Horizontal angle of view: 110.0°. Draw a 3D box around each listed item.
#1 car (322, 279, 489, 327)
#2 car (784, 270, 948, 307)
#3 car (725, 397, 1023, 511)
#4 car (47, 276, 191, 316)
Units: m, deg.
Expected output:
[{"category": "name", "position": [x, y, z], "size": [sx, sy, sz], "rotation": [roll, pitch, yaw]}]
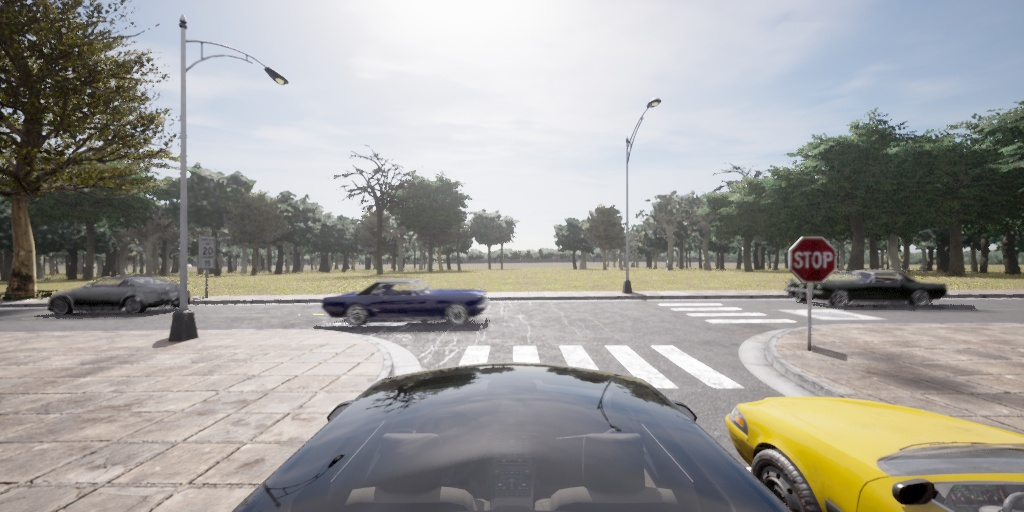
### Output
[{"category": "car", "position": [-3.069, 1.357, 11.061], "size": [4.718, 1.301, 1.895], "rotation": [-1, 0, 1]}, {"category": "car", "position": [13.446, 1.212, 13.880], "size": [4.718, 1.301, 1.895], "rotation": [0, 0, 0]}, {"category": "car", "position": [2.634, 1.276, 1.051], "size": [1.751, 1.417, 4.829], "rotation": [0, 0, 0]}, {"category": "car", "position": [-15.315, 1.493, 14.117], "size": [4.181, 1.385, 1.994], "rotation": [-1, 0, 0]}]
